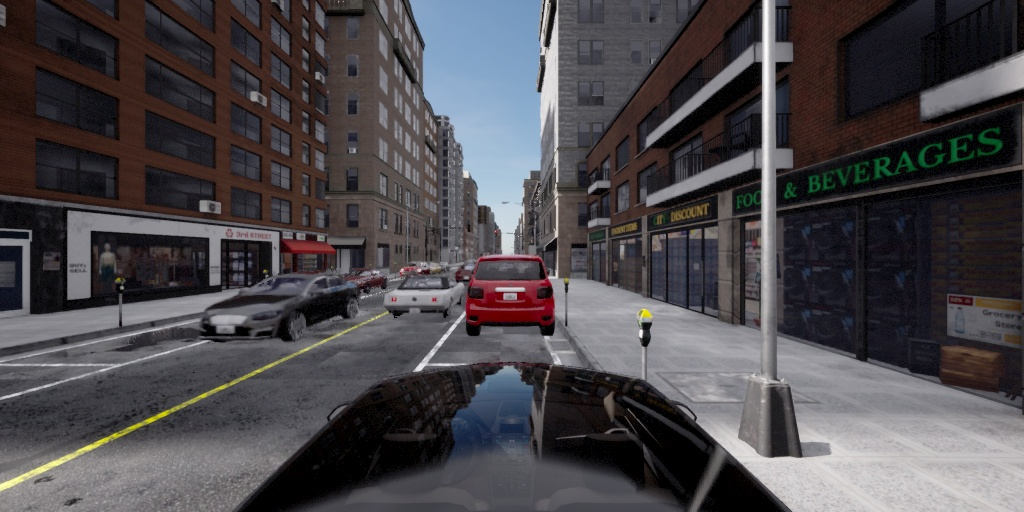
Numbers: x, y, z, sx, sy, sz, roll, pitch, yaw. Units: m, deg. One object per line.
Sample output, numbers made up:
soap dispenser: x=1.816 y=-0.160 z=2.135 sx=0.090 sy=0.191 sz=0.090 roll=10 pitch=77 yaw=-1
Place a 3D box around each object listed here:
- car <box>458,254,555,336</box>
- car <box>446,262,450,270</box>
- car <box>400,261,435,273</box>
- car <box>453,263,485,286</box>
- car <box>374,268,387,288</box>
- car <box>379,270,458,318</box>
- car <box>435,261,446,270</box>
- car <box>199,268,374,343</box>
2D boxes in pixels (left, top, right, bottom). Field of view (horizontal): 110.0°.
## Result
car: x=-0.039 y=0.978 z=10.530 sx=2.150 sy=2.045 sz=5.566 roll=0 pitch=0 yaw=0
car: x=-8.408 y=1.300 z=42.461 sx=2.007 sy=1.370 sz=4.403 roll=0 pitch=0 yaw=0
car: x=-8.408 y=1.190 z=31.425 sx=1.967 sy=1.591 sz=4.097 roll=0 pitch=0 yaw=0
car: x=-3.022 y=1.275 z=26.161 sx=1.812 sy=1.442 sz=4.674 roll=0 pitch=0 yaw=0
car: x=-8.408 y=1.332 z=20.388 sx=1.802 sy=1.307 sz=4.207 roll=0 pitch=0 yaw=0
car: x=-2.918 y=1.351 z=13.009 sx=1.895 sy=1.301 sz=4.718 roll=0 pitch=0 yaw=0
car: x=-8.408 y=1.275 z=36.773 sx=1.751 sy=1.417 sz=4.829 roll=0 pitch=0 yaw=0
car: x=-5.869 y=1.241 z=9.794 sx=2.128 sy=1.511 sz=4.902 roll=0 pitch=0 yaw=0
